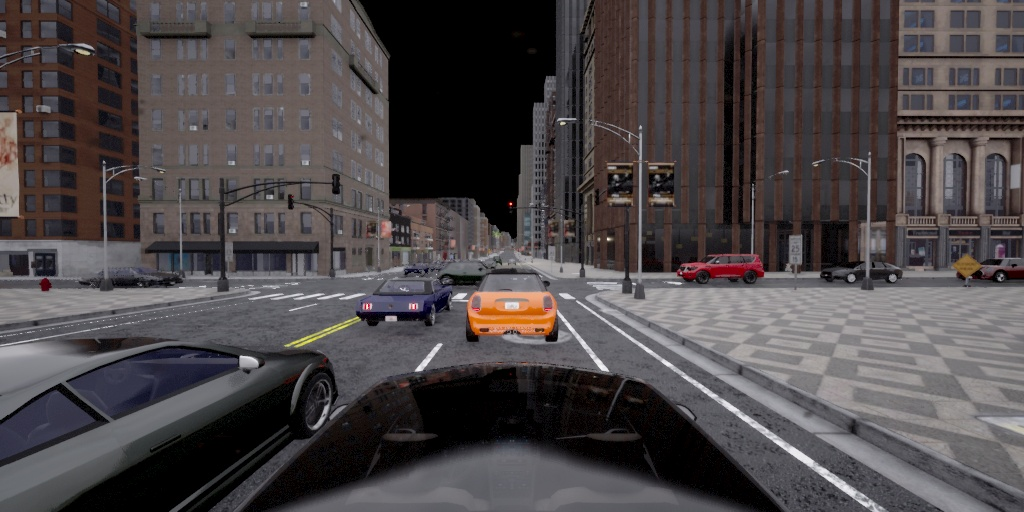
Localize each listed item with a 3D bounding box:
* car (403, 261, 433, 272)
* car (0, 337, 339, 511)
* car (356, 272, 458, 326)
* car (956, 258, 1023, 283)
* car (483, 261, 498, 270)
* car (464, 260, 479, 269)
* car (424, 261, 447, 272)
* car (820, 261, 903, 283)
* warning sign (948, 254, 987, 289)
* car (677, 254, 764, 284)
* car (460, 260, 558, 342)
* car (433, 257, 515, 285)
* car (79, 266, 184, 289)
[{"bbox_3d":[-9.851,1.367,37.615,1.895,1.301,4.718,0,0,0],"label":"car"},{"bbox_3d":[-3.158,1.314,2.766,1.994,1.385,4.181,0,0,1],"label":"car"},{"bbox_3d":[-3.149,1.350,11.585,1.895,1.301,4.718,0,0,0],"label":"car"},{"bbox_3d":[35.013,0.925,25.671,4.553,1.767,2.097,0,1,0],"label":"car"},{"bbox_3d":[-3.152,1.377,53.047,1.895,1.301,4.718,0,0,0],"label":"car"},{"bbox_3d":[-6.582,1.343,58.801,1.994,1.385,4.181,0,0,0],"label":"car"},{"bbox_3d":[-9.846,1.336,46.434,1.994,1.385,4.181,0,0,0],"label":"car"},{"bbox_3d":[24.895,1.118,25.641,4.892,1.490,1.837,0,1,0],"label":"car"},{"bbox_3d":[25.178,0.827,19.839,1.060,1.860,1.300,0,0,0],"label":"warning sign"},{"bbox_3d":[14.839,0.875,25.604,5.566,2.045,2.150,0,1,0],"label":"car"},{"bbox_3d":[0.010,1.101,9.933,2.097,1.767,4.553,0,0,0],"label":"car"},{"bbox_3d":[-2.295,1.106,22.744,4.553,1.767,2.097,0,0,3],"label":"car"},{"bbox_3d":[-24.995,1.400,23.603,5.357,1.411,2.033,0,1,0],"label":"car"}]
